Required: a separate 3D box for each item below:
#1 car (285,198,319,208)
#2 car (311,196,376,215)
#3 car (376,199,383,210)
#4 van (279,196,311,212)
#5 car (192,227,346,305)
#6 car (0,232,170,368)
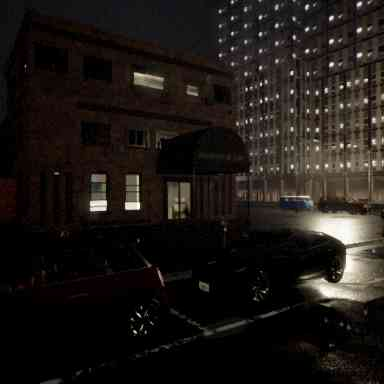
[{"bbox_3d":[15.472,1.514,46.950,1.802,1.307,4.206,0,0,-35],"label":"car"},{"bbox_3d":[14.934,1.308,33.066,2.192,1.841,5.009,0,0,-35],"label":"car"},{"bbox_3d":[21.810,1.498,37.860,2.008,1.369,4.403,0,0,-35],"label":"car"},{"bbox_3d":[11.765,1.326,37.611,1.690,1.788,3.998,0,0,-35],"label":"van"},{"bbox_3d":[2.022,1.565,8.078,4.313,1.339,1.947,0,0,-35],"label":"car"},{"bbox_3d":[-2.442,1.440,4.826,4.097,1.590,1.967,0,0,-35],"label":"car"}]
